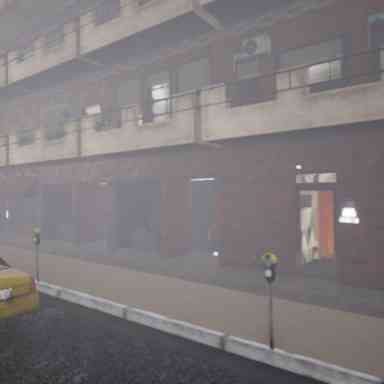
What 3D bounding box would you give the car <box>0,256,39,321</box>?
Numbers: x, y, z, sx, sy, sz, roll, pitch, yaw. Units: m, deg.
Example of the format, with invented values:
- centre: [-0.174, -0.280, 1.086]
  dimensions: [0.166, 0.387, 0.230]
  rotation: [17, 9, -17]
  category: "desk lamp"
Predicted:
- centre: [-4.813, 1.518, 6.306]
  dimensions: [4.829, 1.417, 1.752]
  rotation: [0, -1, 35]
  category: "car"
